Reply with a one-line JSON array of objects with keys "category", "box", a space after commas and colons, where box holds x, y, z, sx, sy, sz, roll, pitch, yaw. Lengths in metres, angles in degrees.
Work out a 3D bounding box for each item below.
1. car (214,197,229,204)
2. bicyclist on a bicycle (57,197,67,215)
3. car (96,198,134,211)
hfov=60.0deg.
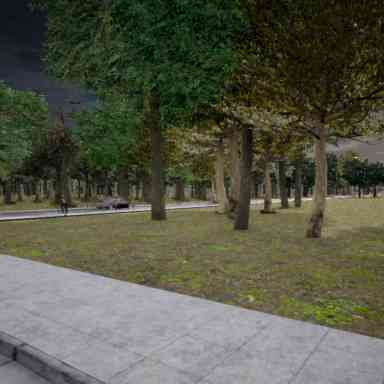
[{"category": "car", "box": [5.633, 1.533, 59.749, 1.994, 1.385, 4.181, 0, 0, 36]}, {"category": "bicyclist on a bicycle", "box": [-11.864, 1.292, 30.360, 1.656, 1.620, 0.582, 0, 0, 36]}, {"category": "car", "box": [-8.986, 1.471, 39.360, 2.128, 1.511, 4.902, 0, 0, 36]}]
